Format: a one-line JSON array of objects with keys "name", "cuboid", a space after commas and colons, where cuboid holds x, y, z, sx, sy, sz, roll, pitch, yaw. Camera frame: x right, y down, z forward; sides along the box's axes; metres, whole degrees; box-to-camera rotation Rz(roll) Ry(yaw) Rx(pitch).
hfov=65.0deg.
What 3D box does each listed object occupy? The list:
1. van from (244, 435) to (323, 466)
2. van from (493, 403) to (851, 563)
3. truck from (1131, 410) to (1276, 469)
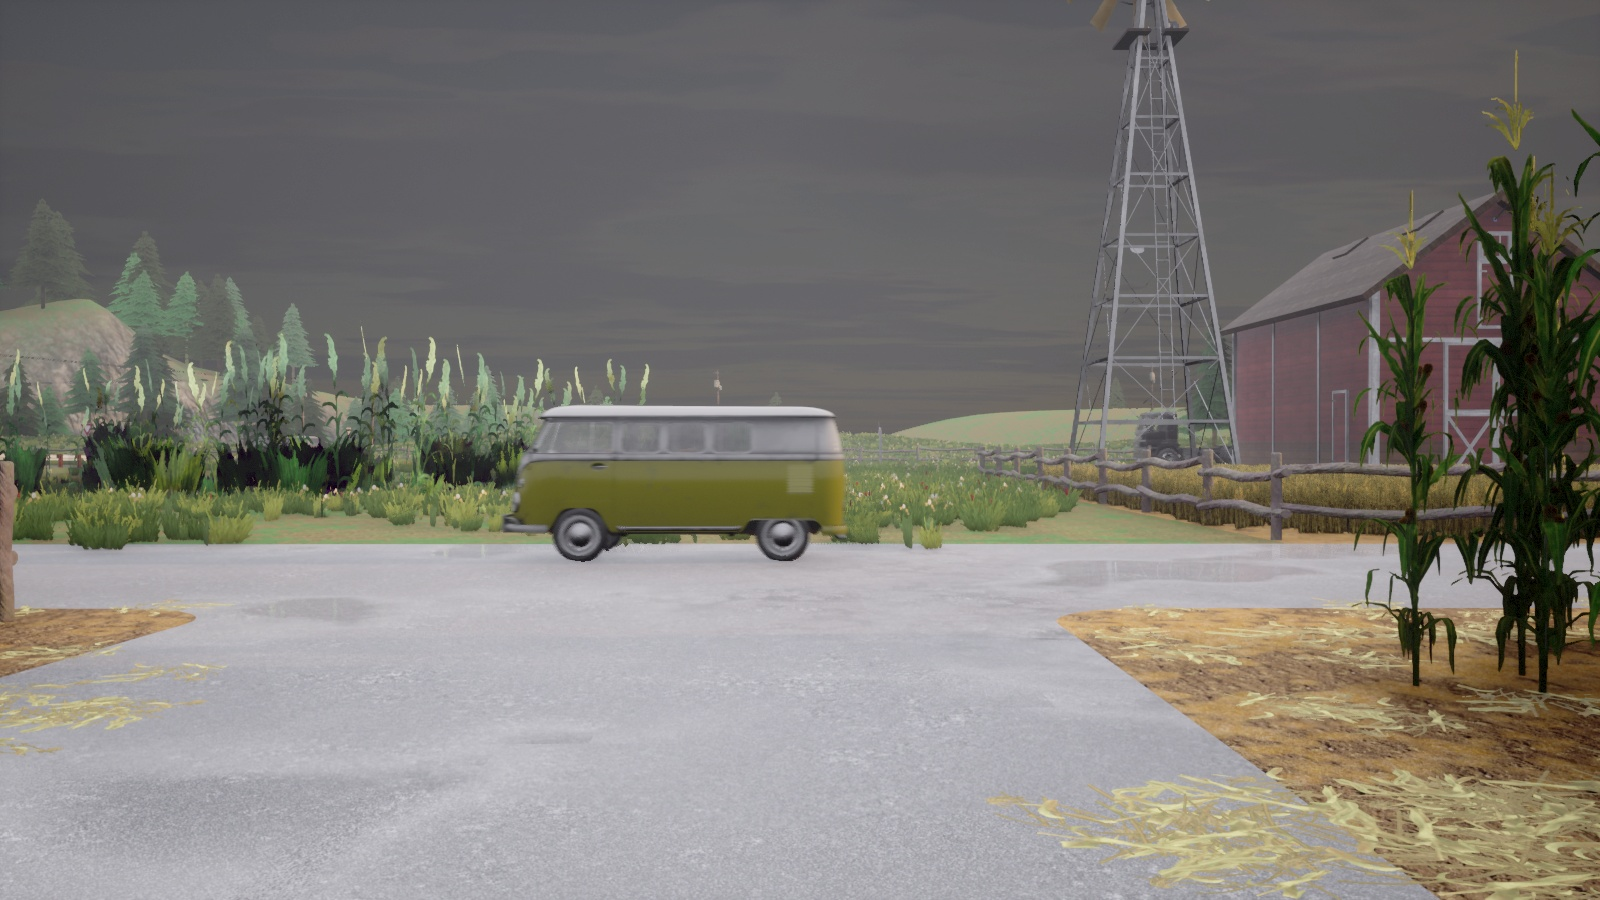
[{"name": "van", "cuboid": [-33.630, 0.011, 81.833, 4.442, 1.987, 1.775, 0, 0, 6]}, {"name": "van", "cuboid": [-1.586, 0.405, 16.473, 4.442, 1.987, 1.775, 0, 0, 0]}, {"name": "truck", "cuboid": [24.279, -0.644, 75.910, 7.936, 3.462, 2.891, 0, 0, 6]}]
